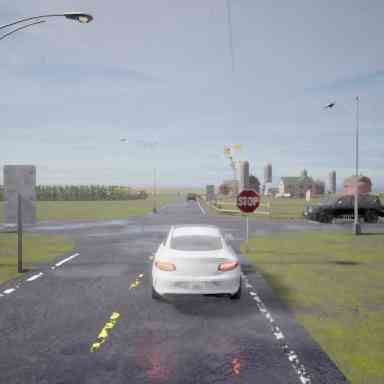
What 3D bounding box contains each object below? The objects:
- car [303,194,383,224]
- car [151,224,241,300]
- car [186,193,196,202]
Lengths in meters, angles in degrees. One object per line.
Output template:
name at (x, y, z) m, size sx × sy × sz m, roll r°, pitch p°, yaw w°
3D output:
car at (10.986, 1.194, 24.202) m, size 5.566 × 2.045 × 2.150 m, roll 0°, pitch 1°, yaw -4°
car at (0.084, 1.524, 8.277) m, size 1.812 × 1.442 × 4.674 m, roll 0°, pitch 0°, yaw 0°
car at (-0.158, 1.229, 78.676) m, size 2.150 × 2.045 × 5.566 m, roll 0°, pitch 0°, yaw 0°
